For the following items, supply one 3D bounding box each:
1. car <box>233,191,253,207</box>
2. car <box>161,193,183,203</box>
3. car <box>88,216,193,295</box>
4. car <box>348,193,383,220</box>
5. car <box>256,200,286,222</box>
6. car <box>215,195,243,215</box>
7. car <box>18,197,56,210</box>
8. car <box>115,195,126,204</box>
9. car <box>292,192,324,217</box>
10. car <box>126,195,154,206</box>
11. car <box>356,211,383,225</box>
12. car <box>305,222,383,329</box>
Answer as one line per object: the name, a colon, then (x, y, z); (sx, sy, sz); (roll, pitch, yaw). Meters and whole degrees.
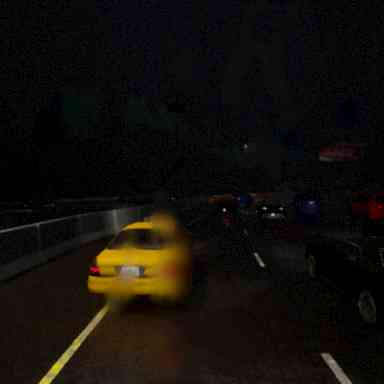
car: (6.711, 0.919, 44.237); (2.150, 2.045, 5.566); (0, 0, 18)
car: (-2.930, 0.981, 48.779); (2.097, 1.767, 4.553); (0, 1, 17)
car: (-0.970, 1.388, 8.572); (1.801, 1.575, 5.366); (0, 0, 3)
car: (12.600, 1.096, 22.964); (2.150, 2.045, 5.566); (0, 0, 9)
car: (5.850, 1.329, 24.801); (2.128, 1.511, 4.902); (0, 0, 10)
car: (3.342, 1.287, 31.096); (1.837, 1.490, 4.892); (0, 0, 13)
car: (-16.985, 1.234, 36.622); (1.994, 1.385, 4.181); (0, 0, 13)
car: (-9.696, 1.141, 50.591); (2.033, 1.411, 5.357); (0, 0, 17)
car: (10.316, 1.039, 29.727); (2.150, 2.045, 5.566); (0, 0, 12)
car: (-7.018, 1.104, 47.315); (1.882, 1.535, 5.008); (0, 0, 17)
car: (7.641, 1.544, 11.326); (1.895, 1.301, 4.718); (0, 0, 5)
car: (3.832, 1.564, 6.751); (1.895, 1.301, 4.718); (0, 0, 3)
